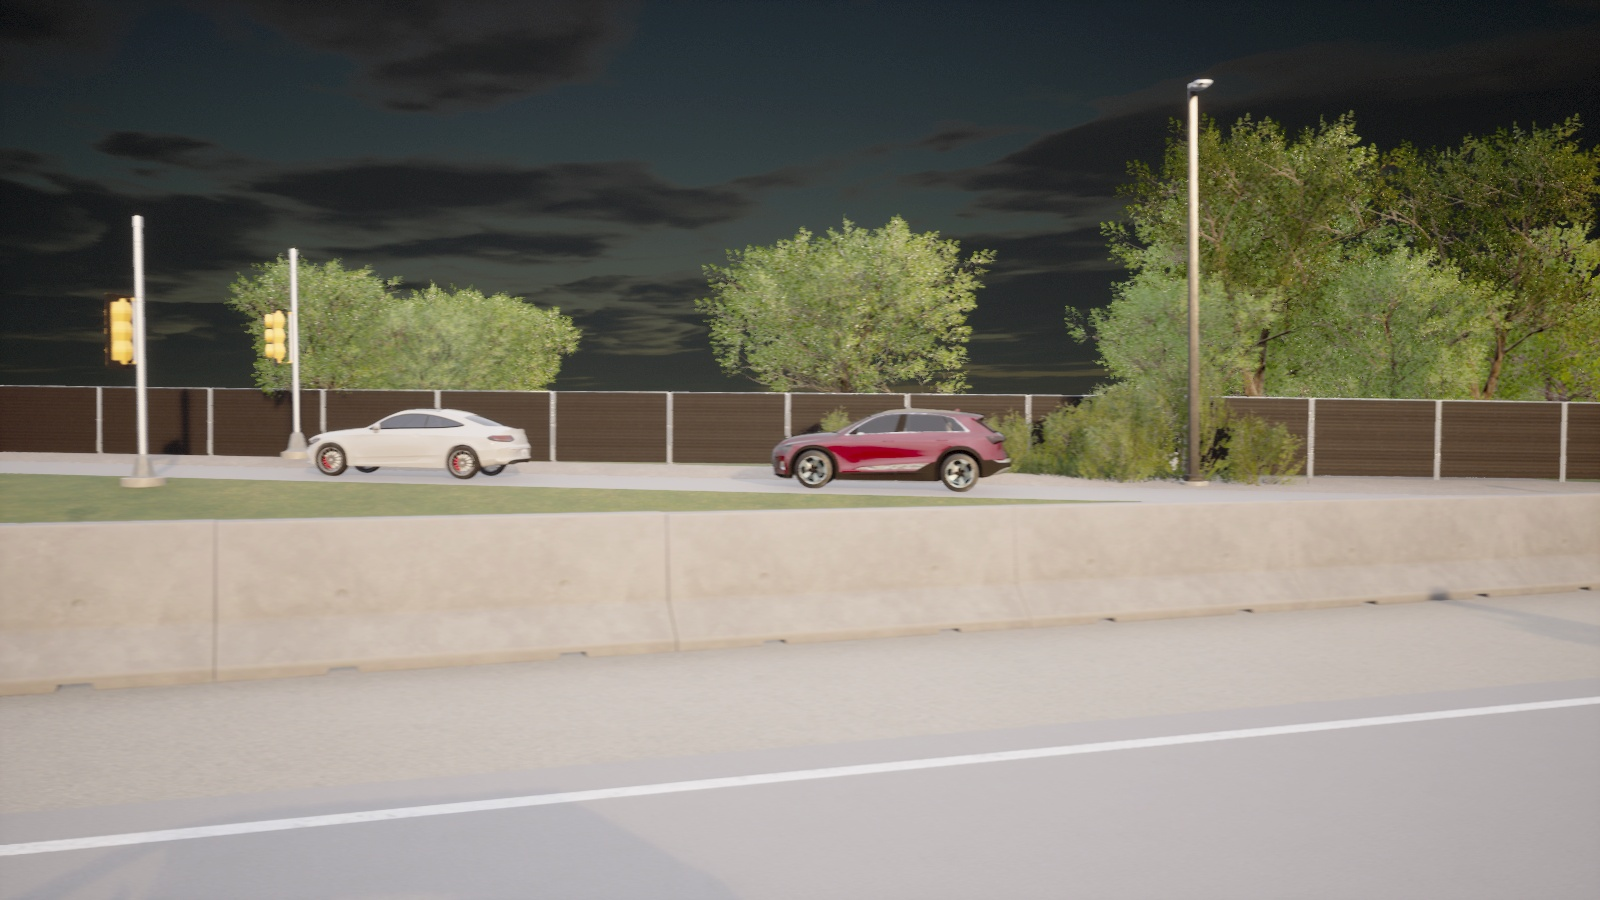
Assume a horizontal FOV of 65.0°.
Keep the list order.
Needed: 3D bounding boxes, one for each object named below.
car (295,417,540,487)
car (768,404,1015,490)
[{"bbox_3d":[-8.118,0.014,26.868,4.674,1.442,1.812,0,2,6],"label":"car"},{"bbox_3d":[1.881,-0.079,25.802,4.856,1.649,2.033,0,2,6],"label":"car"}]
